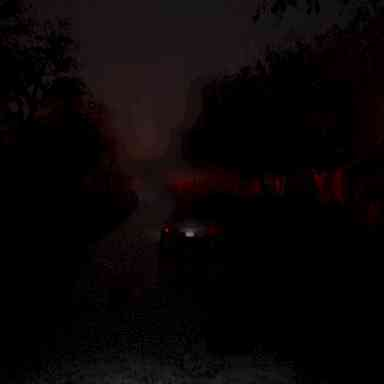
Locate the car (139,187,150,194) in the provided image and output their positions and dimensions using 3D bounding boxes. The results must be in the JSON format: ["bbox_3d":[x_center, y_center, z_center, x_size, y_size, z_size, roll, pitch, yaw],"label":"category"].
[{"bbox_3d":[-9.224,-0.329,64.483,1.895,1.301,4.718,1,2,-12],"label":"car"}]

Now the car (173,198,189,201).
[{"bbox_3d":[-0.964,1.296,29.199,1.882,1.535,5.008,0,2,-5],"label":"car"}]

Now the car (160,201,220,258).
[{"bbox_3d":[-0.110,1.434,13.417,2.097,1.767,4.553,1,0,-1],"label":"car"}]
